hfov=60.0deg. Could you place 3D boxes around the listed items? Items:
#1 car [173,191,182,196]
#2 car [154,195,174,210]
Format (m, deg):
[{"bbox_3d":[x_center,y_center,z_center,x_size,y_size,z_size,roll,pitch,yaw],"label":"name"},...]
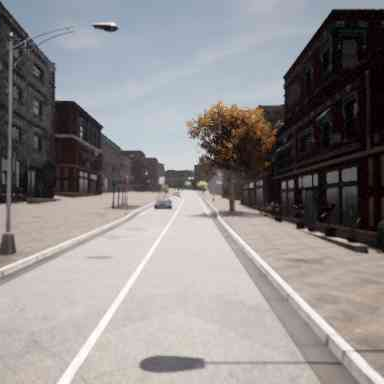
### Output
[{"bbox_3d":[-3.524,0.503,80.887,2.097,1.767,4.553,0,1,0],"label":"car"},{"bbox_3d":[-3.283,1.339,38.855,1.994,1.385,4.181,0,1,0],"label":"car"}]
